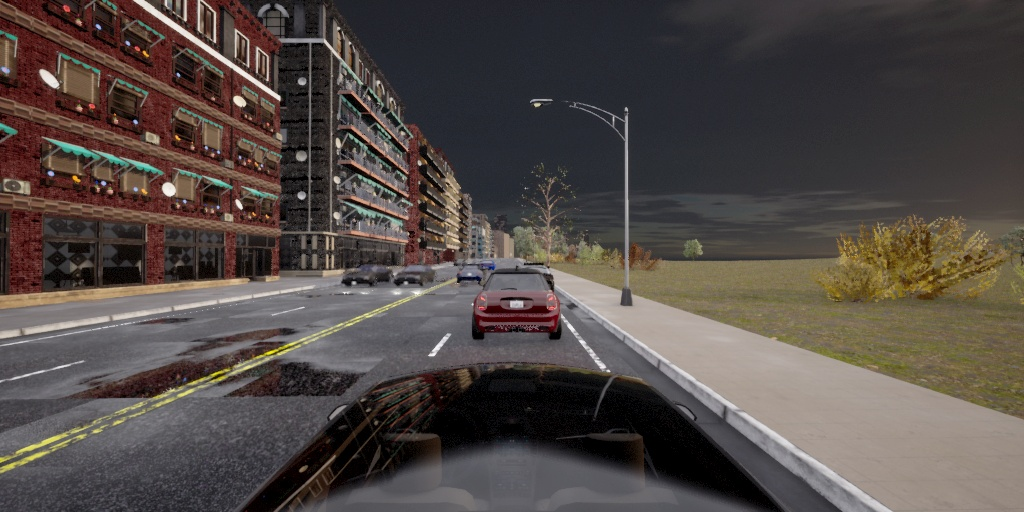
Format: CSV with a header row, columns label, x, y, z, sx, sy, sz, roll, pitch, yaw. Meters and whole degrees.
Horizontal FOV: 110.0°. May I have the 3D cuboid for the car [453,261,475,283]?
label,x,y,z,sx,sy,sz,roll,pitch,yaw
car,-3.089,1.315,28.138,1.994,1.385,4.181,0,0,0

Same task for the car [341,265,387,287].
label,x,y,z,sx,sy,sz,roll,pitch,yaw
car,-9.797,1.300,24.895,2.033,1.411,5.357,0,0,0

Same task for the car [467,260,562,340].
label,x,y,z,sx,sy,sz,roll,pitch,yaw
car,0.114,1.103,10.170,2.097,1.767,4.553,0,0,0

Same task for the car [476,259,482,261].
label,x,y,z,sx,sy,sz,roll,pitch,yaw
car,-3.048,1.229,45.693,1.882,1.535,5.008,0,0,0

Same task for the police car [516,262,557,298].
label,x,y,z,sx,sy,sz,roll,pitch,yaw
police car,1.177,1.177,19.666,1.930,1.638,5.238,0,0,0

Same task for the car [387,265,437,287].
label,x,y,z,sx,sy,sz,roll,pitch,yaw
car,-6.549,1.300,24.827,2.033,1.411,5.357,0,0,0
